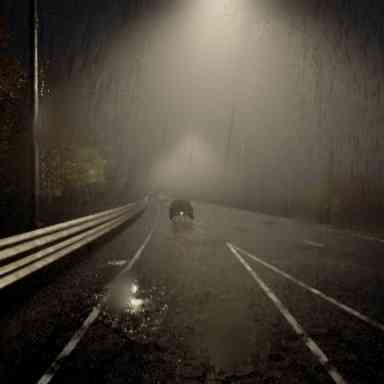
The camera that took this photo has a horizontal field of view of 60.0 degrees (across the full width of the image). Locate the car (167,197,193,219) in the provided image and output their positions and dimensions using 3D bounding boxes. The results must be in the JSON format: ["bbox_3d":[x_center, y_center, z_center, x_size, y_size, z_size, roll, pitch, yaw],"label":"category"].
[{"bbox_3d":[-0.973,1.365,27.882,1.837,1.490,4.892,0,0,-4],"label":"car"}]

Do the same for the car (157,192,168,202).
[{"bbox_3d":[-5.625,1.113,64.373,1.812,1.442,4.674,0,0,-10],"label":"car"}]
